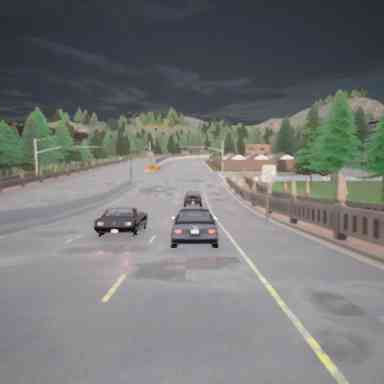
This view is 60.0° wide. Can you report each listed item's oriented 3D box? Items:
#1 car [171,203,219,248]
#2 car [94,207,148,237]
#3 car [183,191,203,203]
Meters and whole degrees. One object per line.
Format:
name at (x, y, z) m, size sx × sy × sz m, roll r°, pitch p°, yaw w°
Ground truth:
car at (0.100, 1.392, 14.006) m, size 2.033 × 1.411 × 5.357 m, roll 0°, pitch 1°, yaw 0°
car at (-3.401, 1.414, 16.853) m, size 1.895 × 1.301 × 4.718 m, roll 0°, pitch 1°, yaw 0°
car at (0.094, 0.631, 34.857) m, size 1.837 × 1.490 × 4.892 m, roll 0°, pitch 4°, yaw 0°
